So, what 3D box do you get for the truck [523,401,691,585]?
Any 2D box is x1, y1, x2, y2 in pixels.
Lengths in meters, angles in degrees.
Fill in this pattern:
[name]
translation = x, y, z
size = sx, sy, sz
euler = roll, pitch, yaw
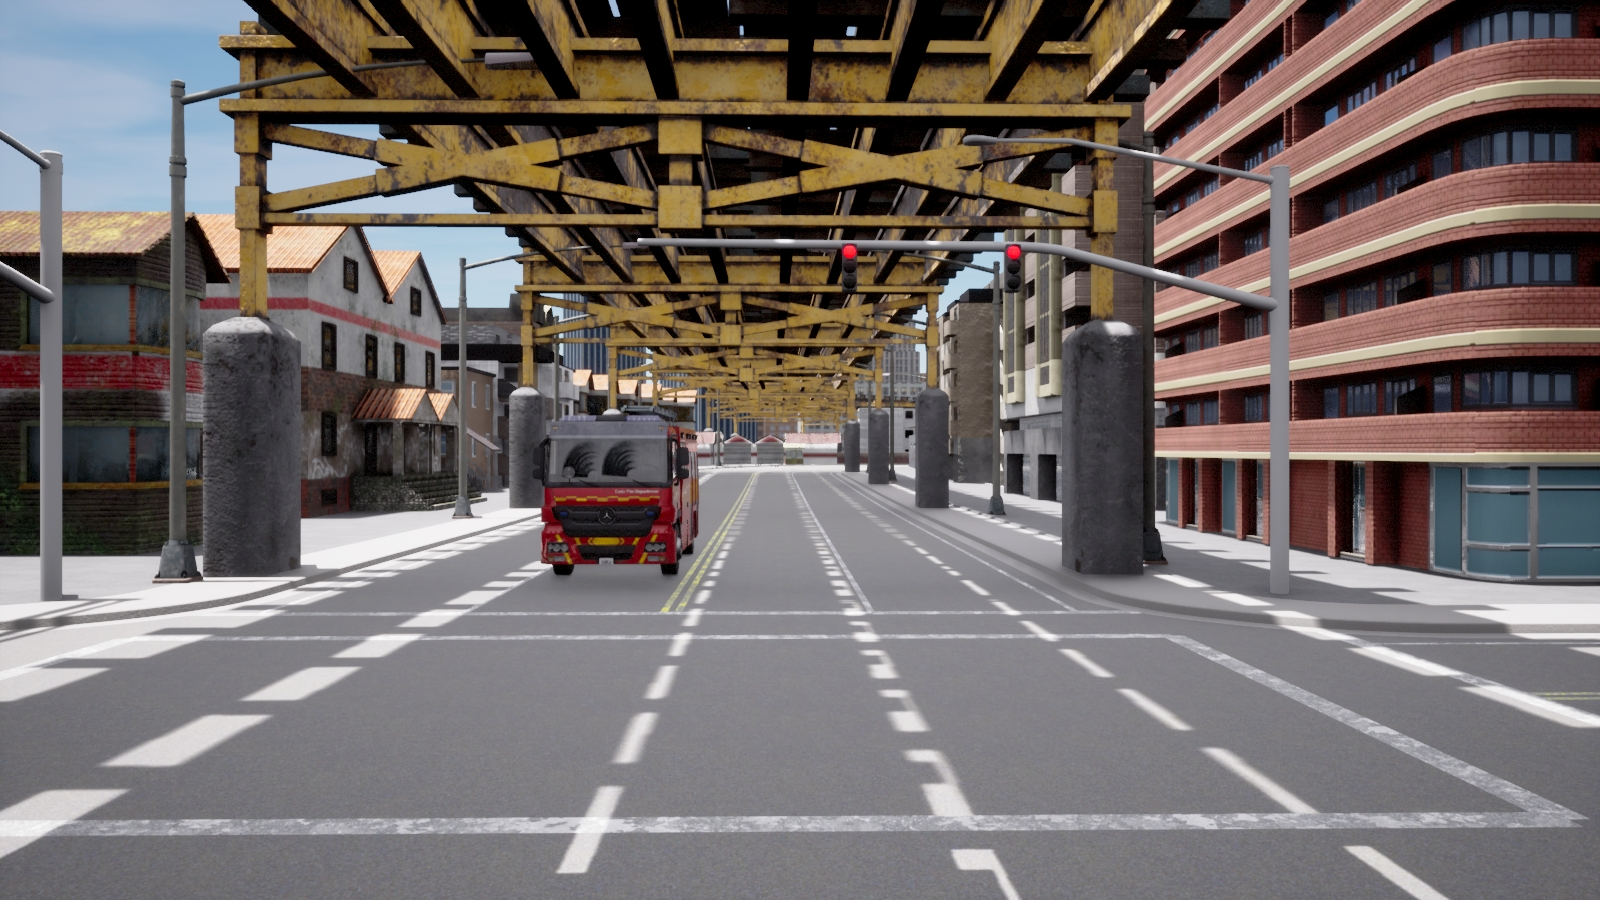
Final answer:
[truck]
translation = -4.418, 0.890, 28.004
size = 2.891, 3.827, 8.468
euler = 0, 0, -1
